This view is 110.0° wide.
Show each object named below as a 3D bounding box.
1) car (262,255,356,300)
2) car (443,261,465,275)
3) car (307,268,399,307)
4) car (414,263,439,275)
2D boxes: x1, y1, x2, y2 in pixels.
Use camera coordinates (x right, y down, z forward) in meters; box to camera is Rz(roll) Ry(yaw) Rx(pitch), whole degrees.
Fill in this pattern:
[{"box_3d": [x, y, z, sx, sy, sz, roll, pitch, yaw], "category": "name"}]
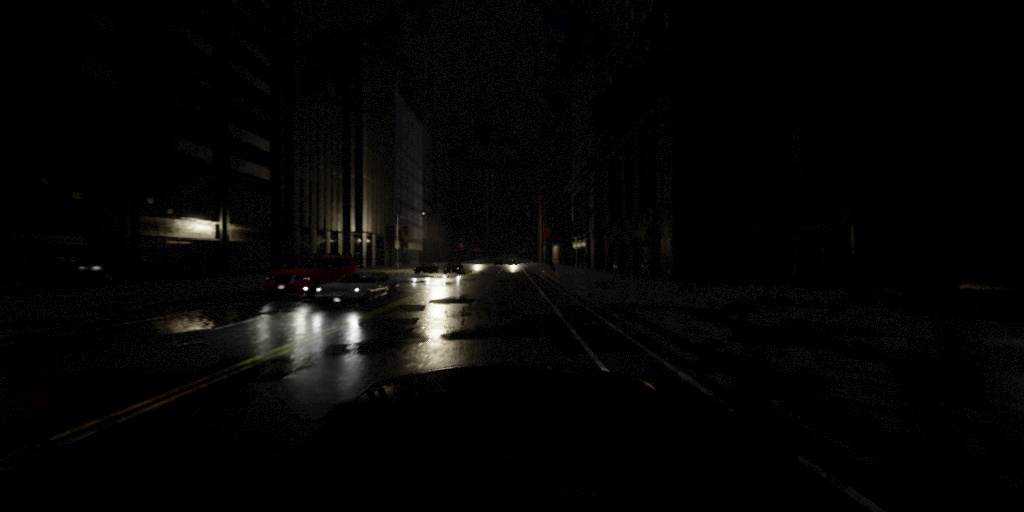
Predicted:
[{"box_3d": [-9.812, 0.978, 18.054, 2.150, 2.045, 5.566, 0, 0, 1], "category": "car"}, {"box_3d": [-6.460, 1.331, 40.421, 1.812, 1.442, 4.674, 0, 0, 1], "category": "car"}, {"box_3d": [-6.571, 1.357, 15.665, 1.895, 1.301, 4.718, 0, 0, 0], "category": "car"}, {"box_3d": [-9.703, 1.403, 40.838, 1.895, 1.301, 4.718, 0, 0, 0], "category": "car"}]
